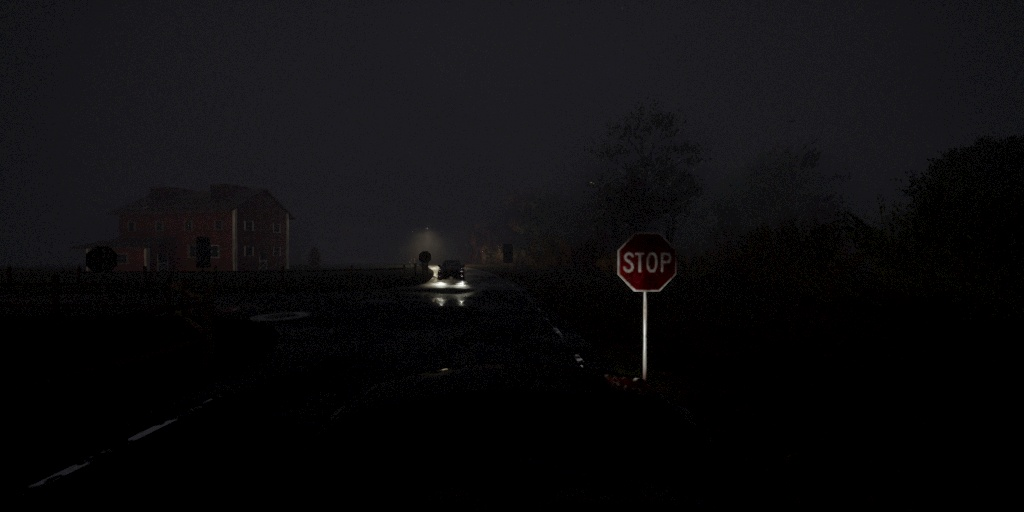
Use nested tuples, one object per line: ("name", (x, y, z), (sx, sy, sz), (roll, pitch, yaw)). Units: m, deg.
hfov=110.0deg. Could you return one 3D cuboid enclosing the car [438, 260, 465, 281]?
("car", (-4.926, 1.089, 29.359), (2.097, 1.767, 4.553), (0, 0, -8))
